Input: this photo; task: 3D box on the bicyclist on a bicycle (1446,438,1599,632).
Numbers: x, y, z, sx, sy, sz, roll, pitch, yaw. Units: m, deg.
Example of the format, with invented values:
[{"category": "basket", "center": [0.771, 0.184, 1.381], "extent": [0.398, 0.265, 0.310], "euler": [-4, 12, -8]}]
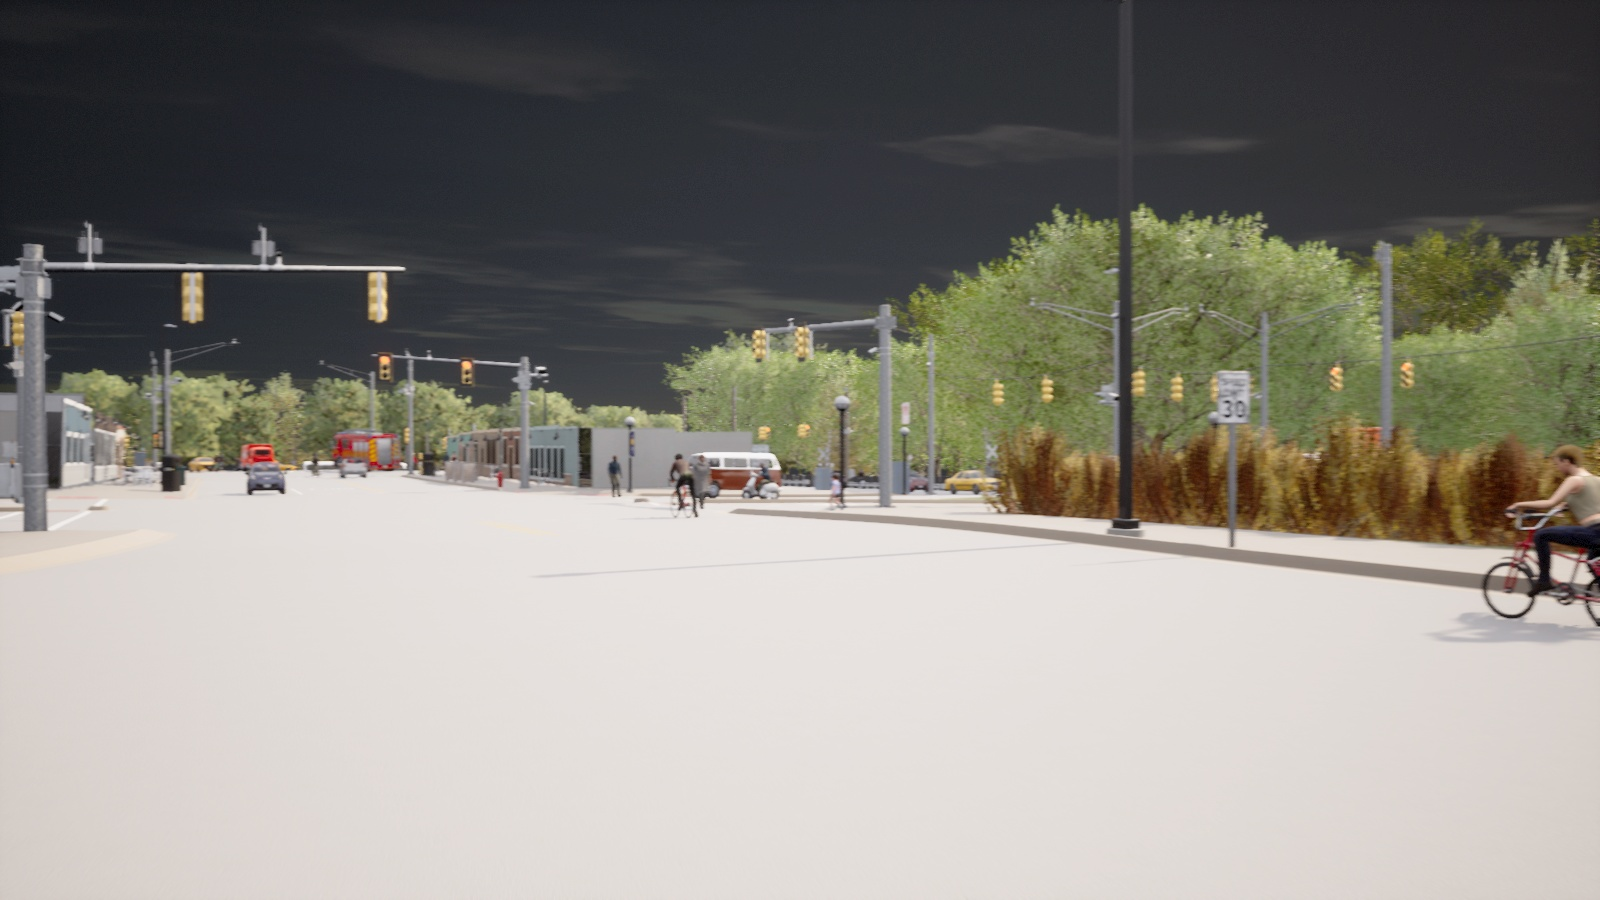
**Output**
[{"category": "bicyclist on a bicycle", "center": [6.751, 0.706, 11.219], "extent": [0.866, 1.612, 1.509], "euler": [-1, 0, -27]}]

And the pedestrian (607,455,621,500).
[{"category": "pedestrian", "center": [-7.606, 1.108, 51.424], "extent": [0.370, 1.835, 0.726], "euler": [-1, 1, -23]}]

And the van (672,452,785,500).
[{"category": "van", "center": [-3.149, 1.155, 55.175], "extent": [4.480, 2.038, 2.069], "euler": [1, -2, -26]}]

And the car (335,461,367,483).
[{"category": "car", "center": [-32.607, 1.585, 91.104], "extent": [1.845, 1.501, 3.633], "euler": [-1, 0, -25]}]

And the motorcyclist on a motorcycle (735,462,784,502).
[{"category": "motorcyclist on a motorcycle", "center": [-1.671, 1.315, 51.629], "extent": [1.817, 1.590, 0.866], "euler": [1, -1, -30]}]

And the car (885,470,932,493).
[{"category": "car", "center": [7.315, 2.137, 85.094], "extent": [1.845, 1.501, 3.633], "euler": [-2, -1, -19]}]

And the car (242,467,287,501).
[{"category": "car", "center": [-25.286, 1.571, 59.239], "extent": [1.845, 1.501, 3.633], "euler": [-1, 0, -25]}]

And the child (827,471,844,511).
[{"category": "child", "center": [0.994, 1.152, 35.476], "extent": [0.394, 1.110, 0.255], "euler": [0, 1, 35]}]

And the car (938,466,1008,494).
[{"category": "car", "center": [10.480, 1.827, 76.463], "extent": [1.801, 1.575, 5.366], "euler": [-2, -1, -21]}]

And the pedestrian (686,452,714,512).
[{"category": "pedestrian", "center": [-3.307, 1.038, 41.449], "extent": [0.659, 1.952, 0.873], "euler": [-1, 1, -24]}]

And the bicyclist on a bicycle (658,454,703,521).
[{"category": "bicyclist on a bicycle", "center": [-3.015, 0.939, 31.564], "extent": [0.582, 1.620, 1.656], "euler": [-1, -2, -25]}]
